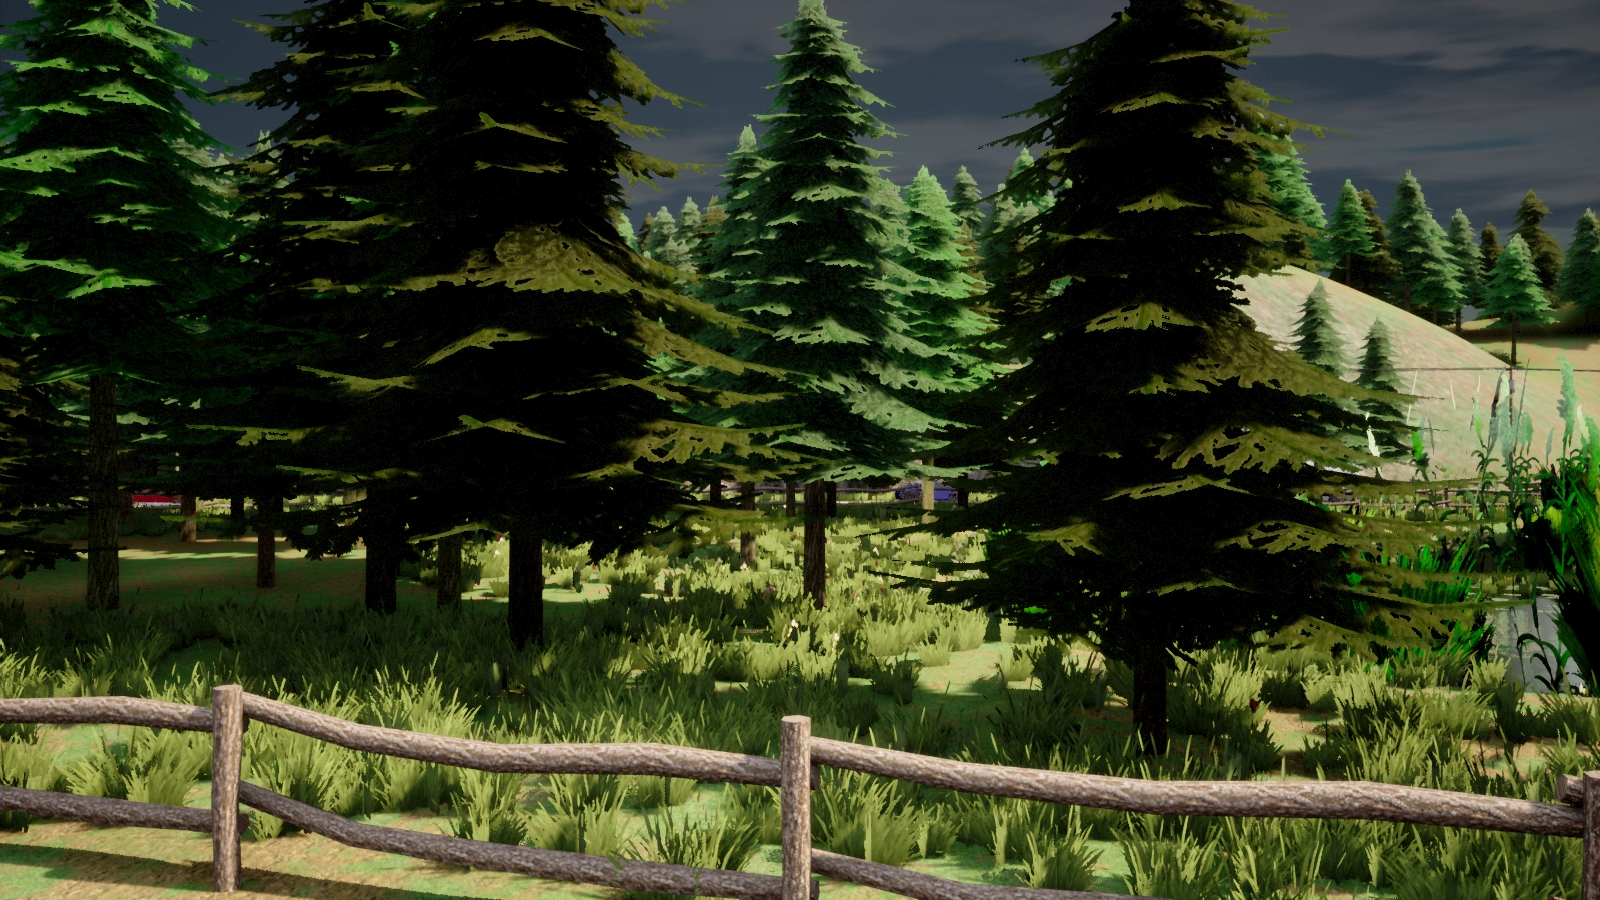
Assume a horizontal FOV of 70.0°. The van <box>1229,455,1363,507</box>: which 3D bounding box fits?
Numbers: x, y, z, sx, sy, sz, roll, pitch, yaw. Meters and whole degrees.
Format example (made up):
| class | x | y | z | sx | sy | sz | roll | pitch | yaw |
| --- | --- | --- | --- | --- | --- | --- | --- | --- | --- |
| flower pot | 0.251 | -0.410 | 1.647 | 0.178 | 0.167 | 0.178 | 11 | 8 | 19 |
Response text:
| class | x | y | z | sx | sy | sz | roll | pitch | yaw |
| --- | --- | --- | --- | --- | --- | --- | --- | --- | --- |
| van | 25.183 | 1.536 | 58.145 | 5.915 | 2.561 | 1.988 | 0 | 0 | 7 |
